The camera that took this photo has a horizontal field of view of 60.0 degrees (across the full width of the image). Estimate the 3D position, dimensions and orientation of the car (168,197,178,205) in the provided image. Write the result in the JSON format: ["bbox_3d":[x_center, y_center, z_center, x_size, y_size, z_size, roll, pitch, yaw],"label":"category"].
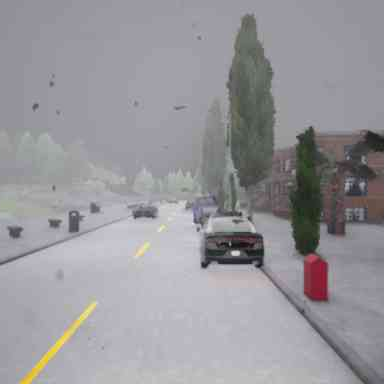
[{"bbox_3d":[-4.013,1.891,71.408,1.882,1.535,5.008,0,0,0],"label":"car"}]

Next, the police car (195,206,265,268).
[{"bbox_3d":[1.197,1.496,11.709,1.930,1.638,5.238,0,0,0],"label":"police car"}]

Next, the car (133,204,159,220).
[{"bbox_3d":[-4.105,1.781,30.188,1.895,1.301,4.718,0,0,0],"label":"car"}]

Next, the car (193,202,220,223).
[{"bbox_3d":[1.195,1.635,21.598,1.837,1.490,4.892,0,0,0],"label":"car"}]

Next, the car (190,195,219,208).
[{"bbox_3d":[1.134,1.339,27.630,2.150,2.045,5.566,-3,0,0],"label":"car"}]

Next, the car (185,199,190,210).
[{"bbox_3d":[0.000,1.889,48.203,1.895,1.301,4.718,0,0,0],"label":"car"}]

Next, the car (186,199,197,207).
[{"bbox_3d":[-0.010,1.933,61.901,1.994,1.385,4.181,0,0,0],"label":"car"}]
